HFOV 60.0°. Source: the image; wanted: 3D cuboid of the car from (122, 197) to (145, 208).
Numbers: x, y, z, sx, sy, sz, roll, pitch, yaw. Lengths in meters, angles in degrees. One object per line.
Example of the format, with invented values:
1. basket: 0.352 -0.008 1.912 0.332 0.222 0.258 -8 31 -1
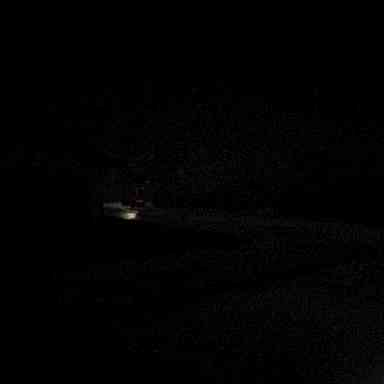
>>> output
1. car: -8.633 1.522 48.931 2.128 1.511 4.902 0 0 -36
